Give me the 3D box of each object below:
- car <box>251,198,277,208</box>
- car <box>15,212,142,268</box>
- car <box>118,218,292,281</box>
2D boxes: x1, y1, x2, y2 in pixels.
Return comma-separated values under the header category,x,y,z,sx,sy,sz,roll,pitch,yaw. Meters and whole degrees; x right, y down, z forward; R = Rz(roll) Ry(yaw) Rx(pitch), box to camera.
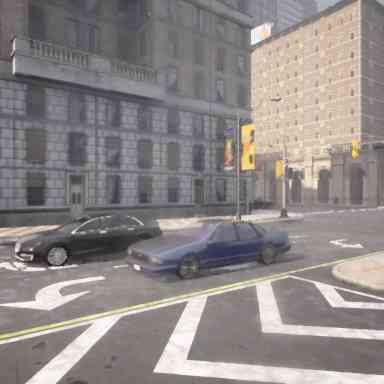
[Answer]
category,x,y,z,sx,sy,sz,roll,pitch,yaw
car,10.048,1.600,48.721,1.895,1.301,4.718,0,0,-36
car,-3.334,1.502,11.459,4.892,1.490,1.837,-1,1,-36
car,0.751,1.547,10.097,5.357,1.411,2.033,0,0,-36
